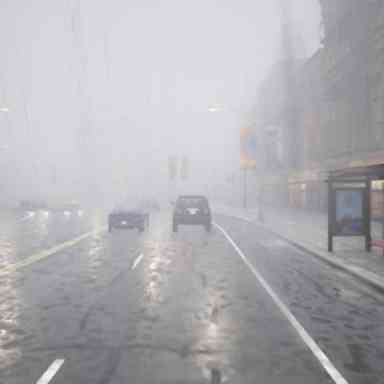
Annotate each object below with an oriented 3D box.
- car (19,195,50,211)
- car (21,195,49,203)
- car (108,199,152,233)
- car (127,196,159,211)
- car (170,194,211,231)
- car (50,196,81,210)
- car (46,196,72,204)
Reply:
[{"bbox_3d":[-18.638,1.331,38.956,1.882,1.535,5.008,0,0,-43],"label":"car"},{"bbox_3d":[-29.252,1.287,62.145,4.674,1.452,2.002,0,0,20],"label":"car"},{"bbox_3d":[-3.586,1.405,19.363,1.882,1.535,5.008,0,0,-3],"label":"car"},{"bbox_3d":[-5.506,1.208,38.571,2.097,1.767,4.553,0,0,-28],"label":"car"},{"bbox_3d":[-0.130,1.147,20.219,2.150,2.045,5.566,0,0,-4],"label":"car"},{"bbox_3d":[-15.065,1.327,40.097,1.882,1.535,5.008,0,0,-40],"label":"car"},{"bbox_3d":[-23.949,1.370,59.974,4.718,1.301,1.895,0,0,30],"label":"car"}]
